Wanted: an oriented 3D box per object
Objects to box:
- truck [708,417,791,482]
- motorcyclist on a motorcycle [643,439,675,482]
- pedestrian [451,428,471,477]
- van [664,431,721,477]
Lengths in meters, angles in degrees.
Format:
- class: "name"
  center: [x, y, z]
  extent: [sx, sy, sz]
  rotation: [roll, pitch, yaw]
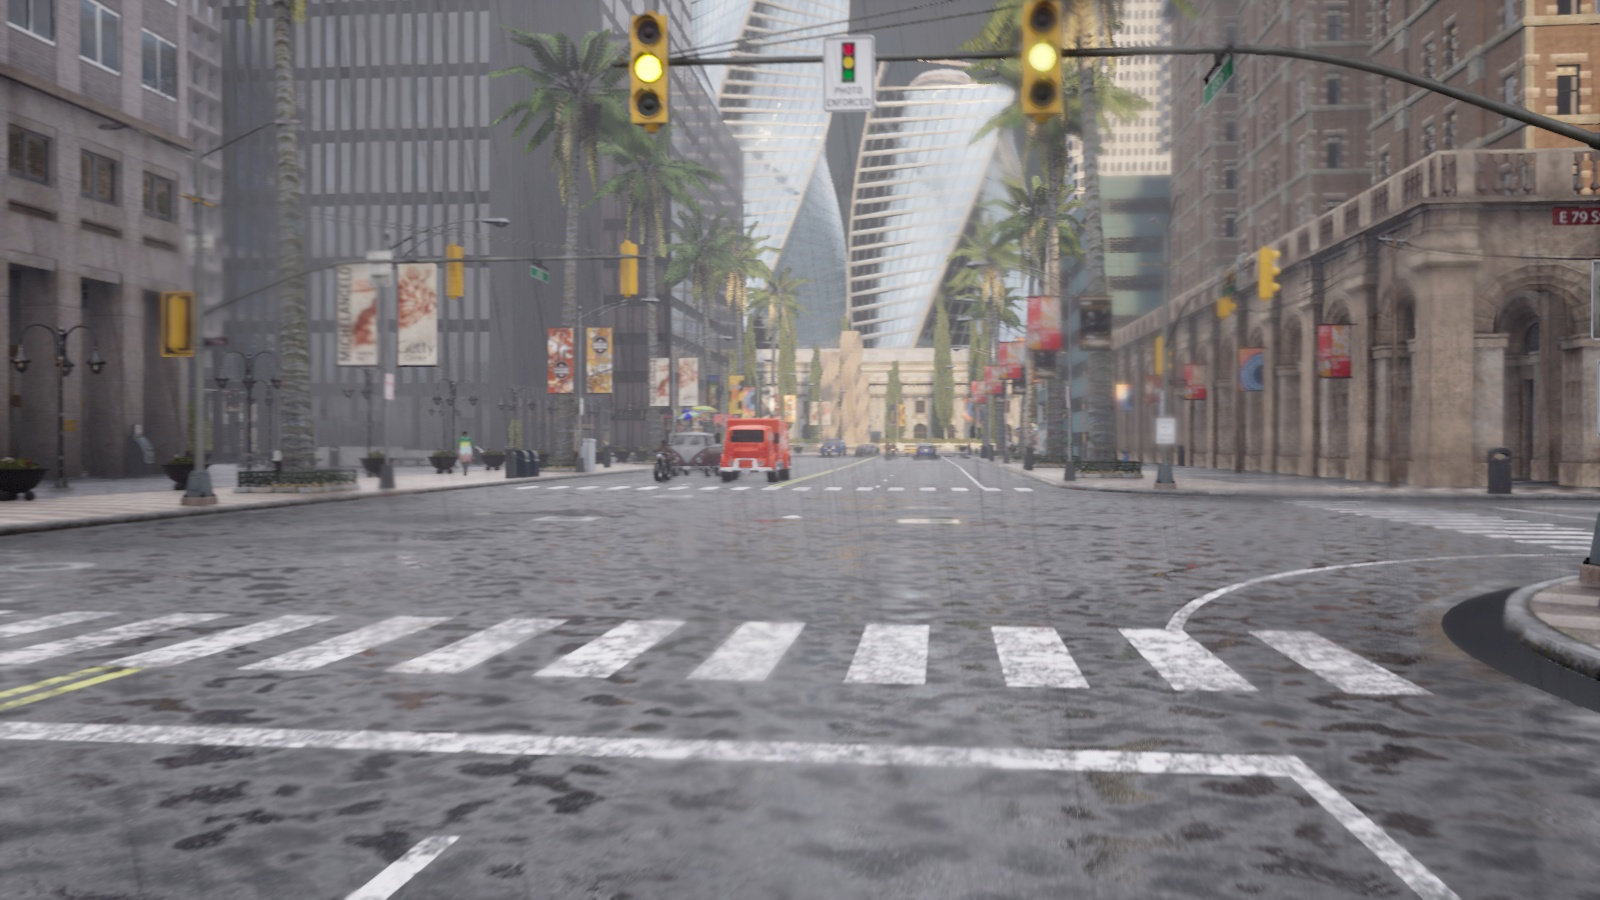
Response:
- class: "truck"
  center: [-1.935, -0.035, 50.498]
  extent: [2.627, 2.467, 5.204]
  rotation: [0, 0, 6]
- class: "motorcyclist on a motorcycle"
  center: [-5.545, 0.400, 49.487]
  extent: [0.766, 1.649, 2.350]
  rotation: [0, 1, 6]
- class: "pedestrian"
  center: [-13.673, 0.084, 50.709]
  extent: [0.659, 1.952, 0.873]
  rotation: [0, 0, -6]
- class: "van"
  center: [-4.804, 0.162, 56.749]
  extent: [1.775, 1.987, 4.442]
  rotation: [0, 0, 6]
